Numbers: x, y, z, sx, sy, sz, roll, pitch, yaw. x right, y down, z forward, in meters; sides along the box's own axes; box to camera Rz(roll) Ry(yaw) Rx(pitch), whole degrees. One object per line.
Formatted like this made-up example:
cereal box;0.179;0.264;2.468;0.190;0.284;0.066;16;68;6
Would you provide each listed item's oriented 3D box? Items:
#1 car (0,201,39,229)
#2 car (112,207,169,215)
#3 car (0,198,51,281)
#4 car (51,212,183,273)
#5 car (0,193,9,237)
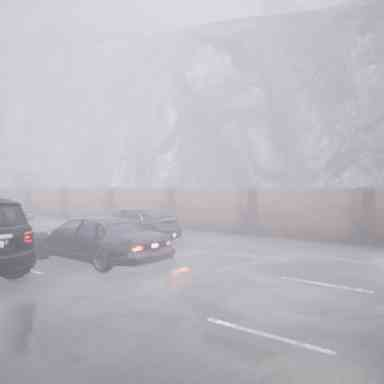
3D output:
car;-12.259;1.382;21.377;5.357;1.411;2.033;1;0;36
car;-2.672;1.426;14.513;4.892;1.490;1.837;1;0;36
car;-6.194;1.150;8.419;5.566;2.045;2.150;1;0;36
car;-3.047;1.484;10.475;5.357;1.411;2.033;0;0;36
car;-11.619;1.080;16.605;5.566;2.045;2.150;1;0;36
